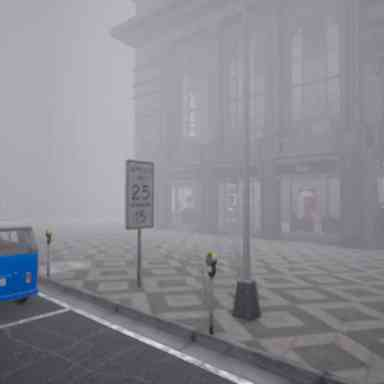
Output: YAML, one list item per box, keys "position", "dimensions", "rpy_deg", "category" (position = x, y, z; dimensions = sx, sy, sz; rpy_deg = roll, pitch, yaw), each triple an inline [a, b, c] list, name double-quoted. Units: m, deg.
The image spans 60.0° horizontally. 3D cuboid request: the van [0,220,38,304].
- position: [-4.962, 1.463, 7.371]
  dimensions: [3.998, 1.788, 1.690]
  rpy_deg: [-1, -2, 41]
  category: "van"
